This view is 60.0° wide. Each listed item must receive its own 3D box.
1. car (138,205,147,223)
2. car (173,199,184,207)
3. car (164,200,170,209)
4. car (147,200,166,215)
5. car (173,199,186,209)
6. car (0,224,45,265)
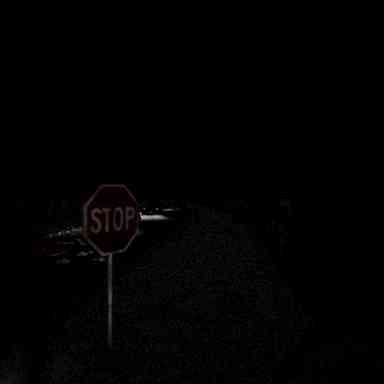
[{"bbox_3d":[-5.115,1.748,24.992,2.033,1.411,5.357,0,-1,3],"label":"car"},{"bbox_3d":[-2.740,2.180,66.171,2.033,1.411,5.357,0,-1,-5],"label":"car"},{"bbox_3d":[-4.760,2.066,55.312,1.812,1.442,4.674,0,-1,-3],"label":"car"},{"bbox_3d":[-4.580,1.946,39.113,1.895,1.301,4.718,0,-1,0],"label":"car"},{"bbox_3d":[-2.031,2.083,56.188,1.994,1.385,4.181,0,-1,-3],"label":"car"},{"bbox_3d":[-6.408,1.650,9.805,1.895,1.301,4.718,0,-1,5],"label":"car"}]
